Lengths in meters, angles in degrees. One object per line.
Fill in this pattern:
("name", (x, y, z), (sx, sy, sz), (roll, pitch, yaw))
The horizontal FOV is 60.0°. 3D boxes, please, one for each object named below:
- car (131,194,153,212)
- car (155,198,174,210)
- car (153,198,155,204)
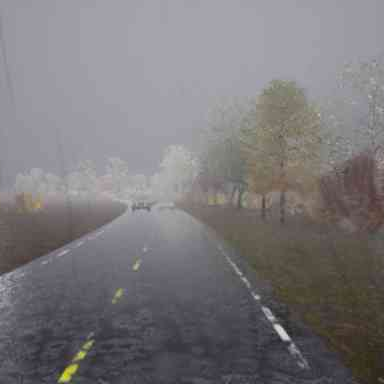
("car", (-6.079, 1.317, 39.913), (2.150, 2.045, 5.566), (0, 0, -8))
("car", (-3.522, 1.702, 44.285), (1.895, 1.301, 4.718), (0, 0, -9))
("car", (-6.432, 1.736, 59.849), (1.895, 1.301, 4.718), (0, 0, -12))
